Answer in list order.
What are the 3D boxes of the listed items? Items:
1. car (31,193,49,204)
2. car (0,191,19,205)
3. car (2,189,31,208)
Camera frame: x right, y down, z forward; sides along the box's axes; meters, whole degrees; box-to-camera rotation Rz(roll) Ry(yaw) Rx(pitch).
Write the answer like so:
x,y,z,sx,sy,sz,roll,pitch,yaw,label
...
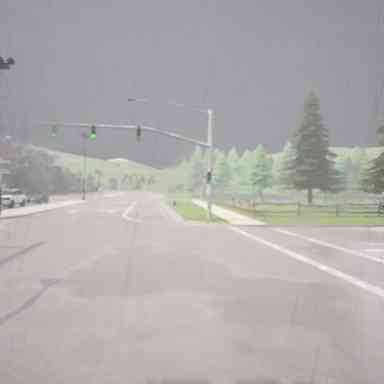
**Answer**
x,y,z,sx,sy,sz,roll,pitch,yaw,label
-21.734,0.895,47.148,2.128,1.511,4.902,1,0,-7,car
-24.872,0.725,44.072,2.097,1.767,4.553,1,0,-7,car
-20.457,0.700,37.216,2.150,2.045,5.566,1,0,-7,car
